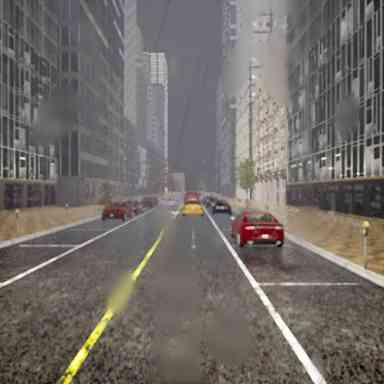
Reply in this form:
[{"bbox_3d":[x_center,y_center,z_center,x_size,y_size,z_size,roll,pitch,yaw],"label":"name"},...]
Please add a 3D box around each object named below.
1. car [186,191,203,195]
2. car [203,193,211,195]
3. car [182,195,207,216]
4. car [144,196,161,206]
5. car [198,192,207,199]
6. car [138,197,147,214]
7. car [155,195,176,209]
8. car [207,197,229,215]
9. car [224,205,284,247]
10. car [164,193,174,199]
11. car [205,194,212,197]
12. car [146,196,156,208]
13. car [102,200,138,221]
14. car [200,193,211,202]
[{"bbox_3d":[0.020,0.979,46.268,2.150,2.045,5.566,0,1,0],"label":"car"},{"bbox_3d":[2.689,1.275,54.282,1.947,1.339,4.313,0,0,0],"label":"car"},{"bbox_3d":[0.091,1.305,29.820,1.801,1.575,5.366,0,0,0],"label":"car"},{"bbox_3d":[-5.691,1.308,48.598,1.947,1.339,4.313,0,0,0],"label":"car"},{"bbox_3d":[2.689,0.805,88.433,2.192,1.841,5.009,0,0,0],"label":"car"},{"bbox_3d":[-5.691,1.421,31.521,1.802,1.307,4.206,0,0,0],"label":"car"},{"bbox_3d":[-3.095,1.381,41.932,1.895,1.301,4.718,0,0,0],"label":"car"},{"bbox_3d":[2.690,1.405,31.514,1.947,1.339,4.313,0,0,0],"label":"car"},{"bbox_3d":[2.691,1.475,14.437,1.887,1.381,4.507,0,0,0],"label":"car"},{"bbox_3d":[-5.693,1.078,82.754,2.008,1.369,4.403,0,0,0],"label":"car"},{"bbox_3d":[2.690,1.341,42.898,1.947,1.339,4.313,0,0,0],"label":"car"},{"bbox_3d":[-5.691,1.320,42.905,1.887,1.381,4.507,0,0,0],"label":"car"},{"bbox_3d":[-5.690,1.415,25.827,1.887,1.381,4.507,0,0,0],"label":"car"},{"bbox_3d":[2.689,1.079,65.666,1.967,1.590,4.097,0,0,0],"label":"car"}]
